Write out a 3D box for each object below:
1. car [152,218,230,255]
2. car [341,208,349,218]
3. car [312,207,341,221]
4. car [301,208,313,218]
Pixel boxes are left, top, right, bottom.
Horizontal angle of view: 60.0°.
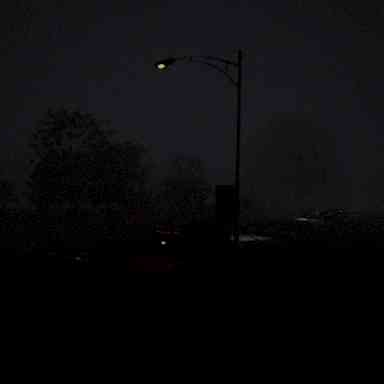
[{"bbox_3d":[0.122,1.988,15.985,2.128,1.511,4.902,1,-1,33],"label":"car"},{"bbox_3d":[22.508,3.090,50.360,2.128,1.511,4.902,1,-1,33],"label":"car"},{"bbox_3d":[16.923,2.854,41.692,1.812,1.442,4.674,1,-1,34],"label":"car"},{"bbox_3d":[17.021,2.974,46.974,2.033,1.411,5.357,1,-1,33],"label":"car"}]
